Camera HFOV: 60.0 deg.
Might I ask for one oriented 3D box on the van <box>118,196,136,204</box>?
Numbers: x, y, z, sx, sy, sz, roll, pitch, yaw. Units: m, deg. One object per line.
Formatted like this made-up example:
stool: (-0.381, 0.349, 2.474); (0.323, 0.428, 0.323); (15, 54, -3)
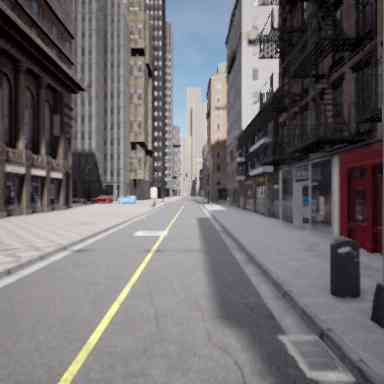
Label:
van: (-14.767, 1.759, 76.096); (3.998, 1.788, 1.690); (0, 0, -1)

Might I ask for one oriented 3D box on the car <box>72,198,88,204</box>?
car: (-26.047, 1.977, 75.916); (4.313, 1.339, 1.947); (0, 0, -1)

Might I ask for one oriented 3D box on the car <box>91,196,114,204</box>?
car: (-20.407, 1.731, 76.007); (5.009, 1.841, 2.192); (0, 0, -1)
